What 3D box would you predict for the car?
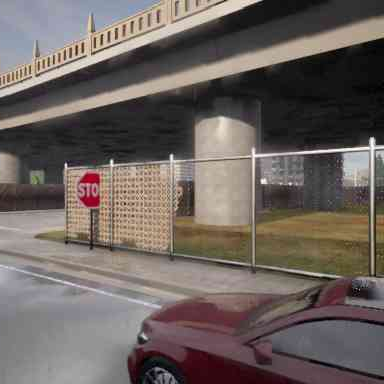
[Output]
[{"bbox_3d":[1.512,1.526,2.909,4.674,1.442,1.812,0,0,35],"label":"car"}]
